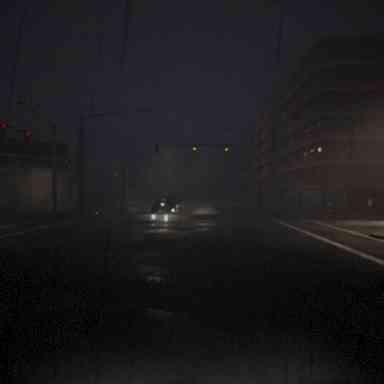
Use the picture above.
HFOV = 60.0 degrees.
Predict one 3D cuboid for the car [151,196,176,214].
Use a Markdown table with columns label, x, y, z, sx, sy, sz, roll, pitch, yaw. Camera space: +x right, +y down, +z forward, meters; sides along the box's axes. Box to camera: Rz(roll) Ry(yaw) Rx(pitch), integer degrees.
| label | x | y | z | sx | sy | sz | roll | pitch | yaw |
| --- | --- | --- | --- | --- | --- | --- | --- | --- | --- |
| car | -3.112 | 1.456 | 34.937 | 2.033 | 1.411 | 5.357 | 0 | 0 | 0 |

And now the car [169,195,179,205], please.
| label | x | y | z | sx | sy | sz | roll | pitch | yaw |
| --- | --- | --- | --- | --- | --- | --- | --- | --- | --- |
| car | -3.173 | 1.361 | 44.514 | 1.882 | 1.535 | 5.008 | 0 | 0 | 0 |

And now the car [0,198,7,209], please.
| label | x | y | z | sx | sy | sz | roll | pitch | yaw |
| --- | --- | --- | --- | --- | --- | --- | --- | --- | --- |
| car | -24.009 | 1.363 | 39.131 | 3.806 | 1.475 | 1.970 | 0 | 0 | 1 |

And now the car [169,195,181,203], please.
| label | x | y | z | sx | sy | sz | roll | pitch | yaw |
| --- | --- | --- | --- | --- | --- | --- | --- | --- | --- |
| car | -3.274 | 1.376 | 64.864 | 2.033 | 1.411 | 5.357 | 0 | 0 | 0 |
